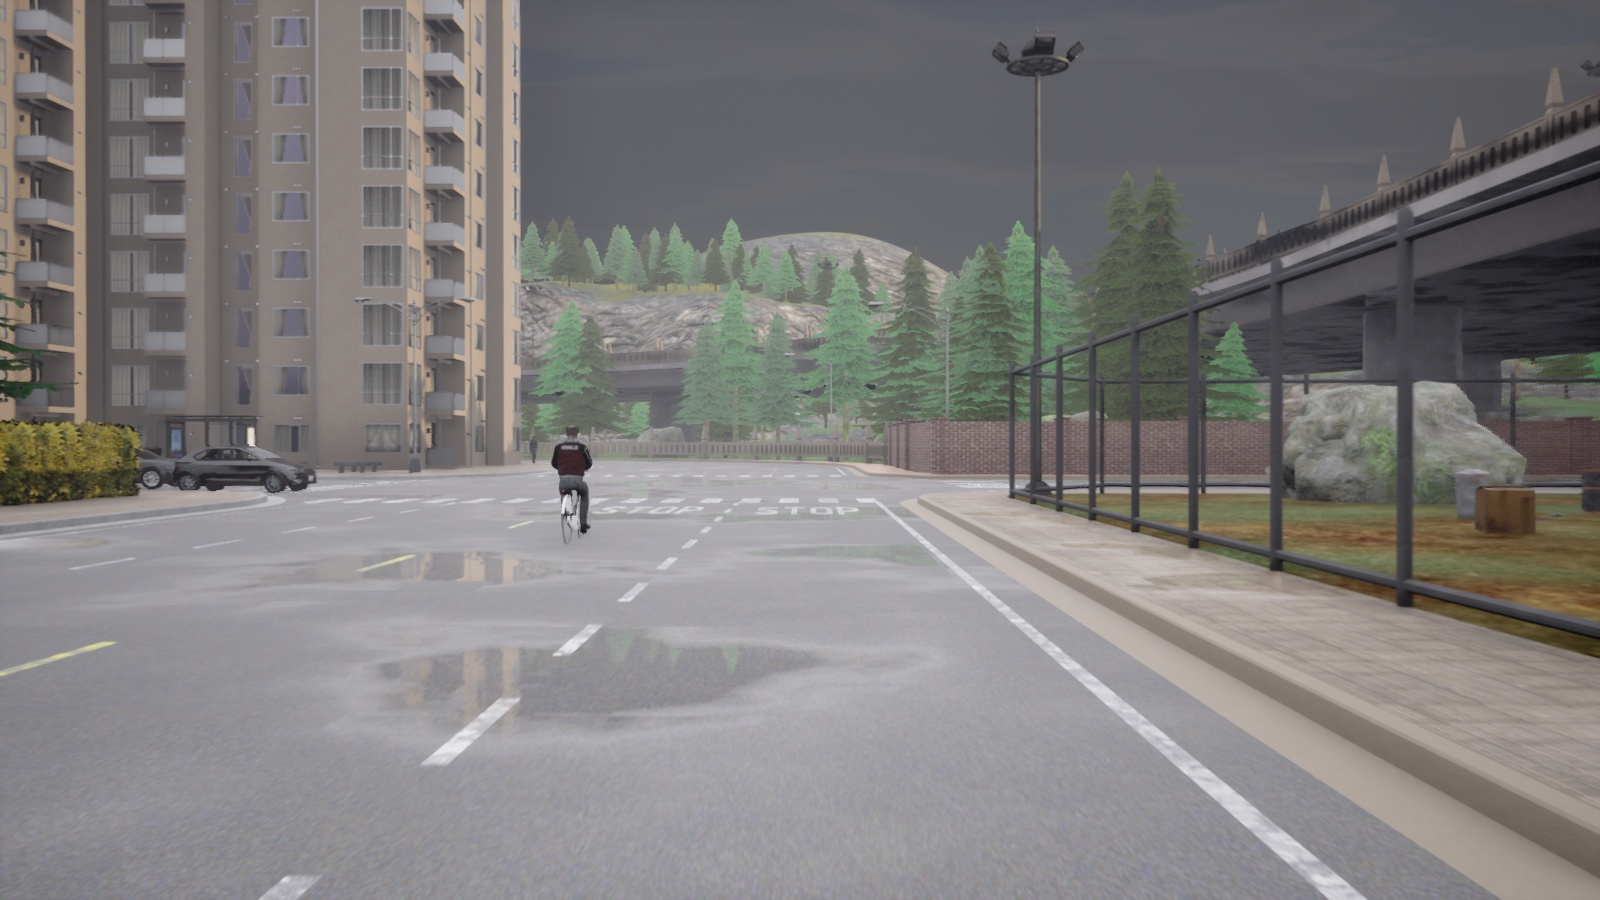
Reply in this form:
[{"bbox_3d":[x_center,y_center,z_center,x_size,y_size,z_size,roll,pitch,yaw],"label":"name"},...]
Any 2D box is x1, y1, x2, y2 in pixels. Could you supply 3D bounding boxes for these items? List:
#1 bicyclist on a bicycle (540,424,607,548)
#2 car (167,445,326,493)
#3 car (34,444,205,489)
[{"bbox_3d":[-3.378,0.508,18.832,0.659,1.776,1.843,0,1,0],"label":"bicyclist on a bicycle"},{"bbox_3d":[-17.335,0.577,39.428,4.193,1.474,1.816,0,0,4],"label":"car"},{"bbox_3d":[-23.305,0.545,43.112,4.892,1.490,1.837,0,0,1],"label":"car"}]
